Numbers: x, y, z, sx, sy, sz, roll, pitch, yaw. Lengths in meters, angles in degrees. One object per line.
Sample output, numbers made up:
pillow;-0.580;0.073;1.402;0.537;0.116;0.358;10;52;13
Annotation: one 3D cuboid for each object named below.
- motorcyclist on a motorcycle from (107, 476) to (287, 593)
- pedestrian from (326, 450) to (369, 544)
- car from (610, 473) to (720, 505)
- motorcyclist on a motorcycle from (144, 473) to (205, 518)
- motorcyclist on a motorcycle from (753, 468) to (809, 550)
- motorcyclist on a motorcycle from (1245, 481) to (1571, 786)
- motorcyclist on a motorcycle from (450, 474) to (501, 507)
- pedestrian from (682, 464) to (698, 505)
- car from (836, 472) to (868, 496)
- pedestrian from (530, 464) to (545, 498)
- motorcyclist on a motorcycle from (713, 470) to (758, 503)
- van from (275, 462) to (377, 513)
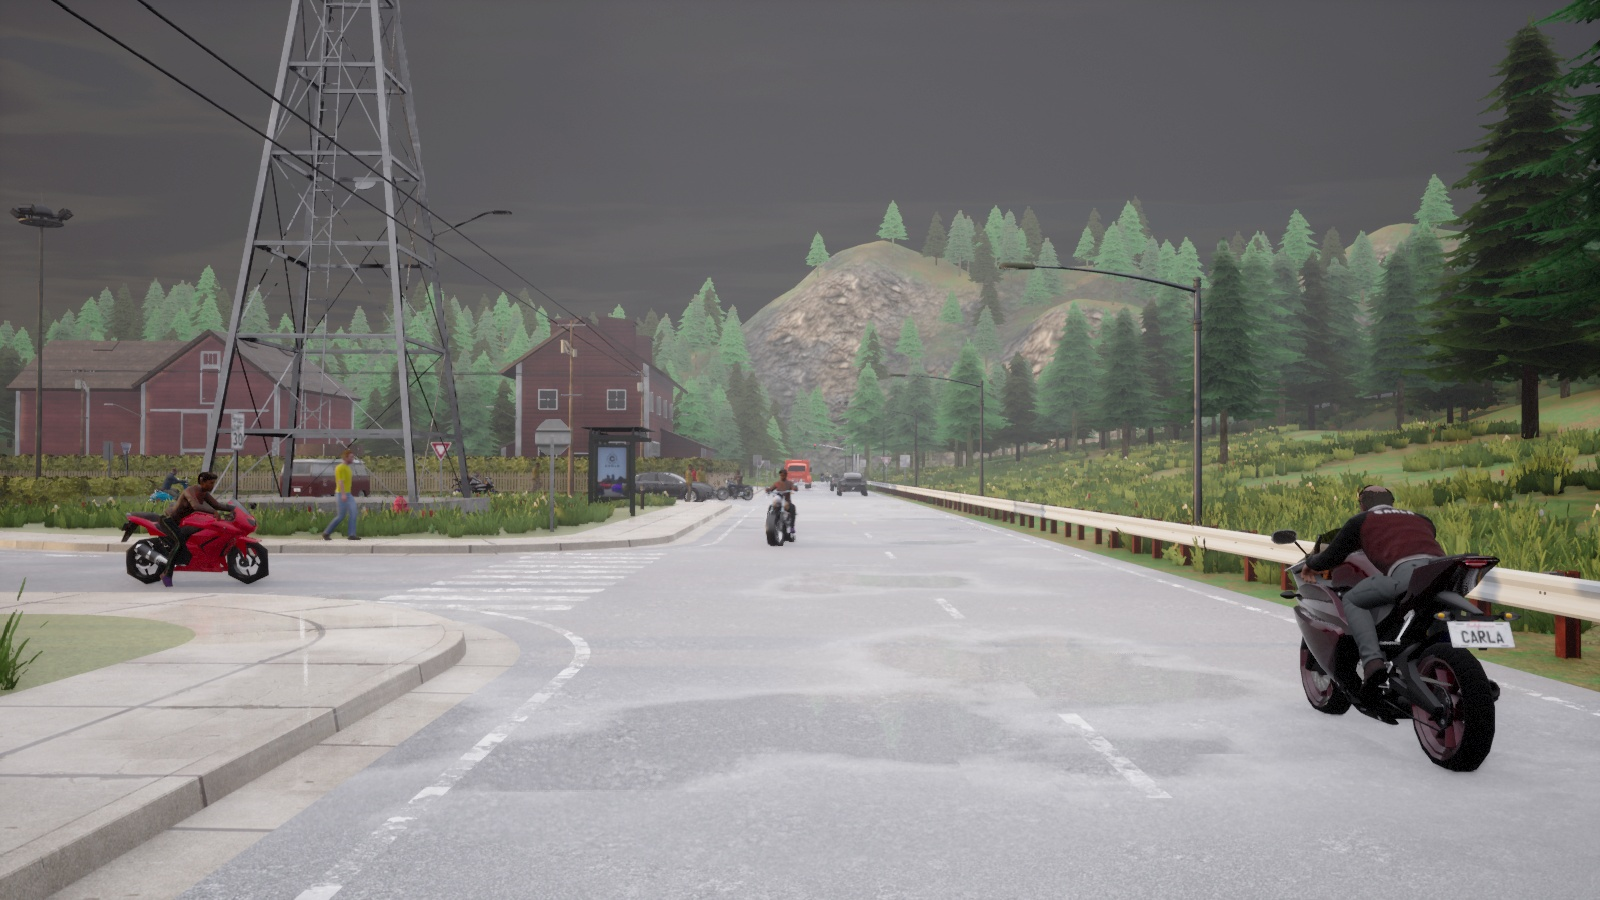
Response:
motorcyclist on a motorcycle;-8.074;1.112;16.864;2.044;1.523;0.797;0;-1;3
pedestrian;-8.900;0.920;24.726;0.706;1.836;0.354;0;-1;5
car;-6.358;1.841;59.447;4.892;1.490;1.837;0;-1;7
motorcyclist on a motorcycle;-22.594;1.619;45.392;1.817;1.590;0.866;1;-1;-40
motorcyclist on a motorcycle;-0.373;1.211;26.515;0.766;1.649;2.350;-1;-1;9
motorcyclist on a motorcycle;3.483;0.961;7.490;0.866;1.530;2.191;0;-1;0
motorcyclist on a motorcycle;-15.429;1.912;59.747;2.191;1.530;0.866;0;-1;0
pedestrian;-5.054;1.587;57.683;0.709;1.840;0.431;0;-1;-11
car;3.317;2.156;80.560;1.837;1.490;4.892;0;-1;0
pedestrian;-14.079;1.654;67.296;0.709;1.840;0.431;0;-1;0
motorcyclist on a motorcycle;-3.345;1.866;64.946;2.350;1.649;0.766;1;-1;-41
van;-19.477;1.513;51.791;1.775;1.987;4.442;0;-1;13
